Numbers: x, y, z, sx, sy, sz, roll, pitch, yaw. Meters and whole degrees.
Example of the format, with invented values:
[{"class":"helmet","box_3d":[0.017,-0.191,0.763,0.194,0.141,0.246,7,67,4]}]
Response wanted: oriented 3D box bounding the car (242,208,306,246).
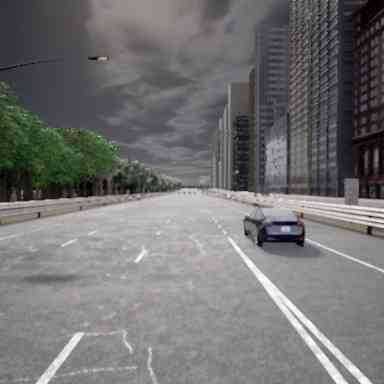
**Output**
[{"class":"car","box_3d":[3.538,1.433,14.970,2.163,1.488,4.792,0,0,-1]}]
